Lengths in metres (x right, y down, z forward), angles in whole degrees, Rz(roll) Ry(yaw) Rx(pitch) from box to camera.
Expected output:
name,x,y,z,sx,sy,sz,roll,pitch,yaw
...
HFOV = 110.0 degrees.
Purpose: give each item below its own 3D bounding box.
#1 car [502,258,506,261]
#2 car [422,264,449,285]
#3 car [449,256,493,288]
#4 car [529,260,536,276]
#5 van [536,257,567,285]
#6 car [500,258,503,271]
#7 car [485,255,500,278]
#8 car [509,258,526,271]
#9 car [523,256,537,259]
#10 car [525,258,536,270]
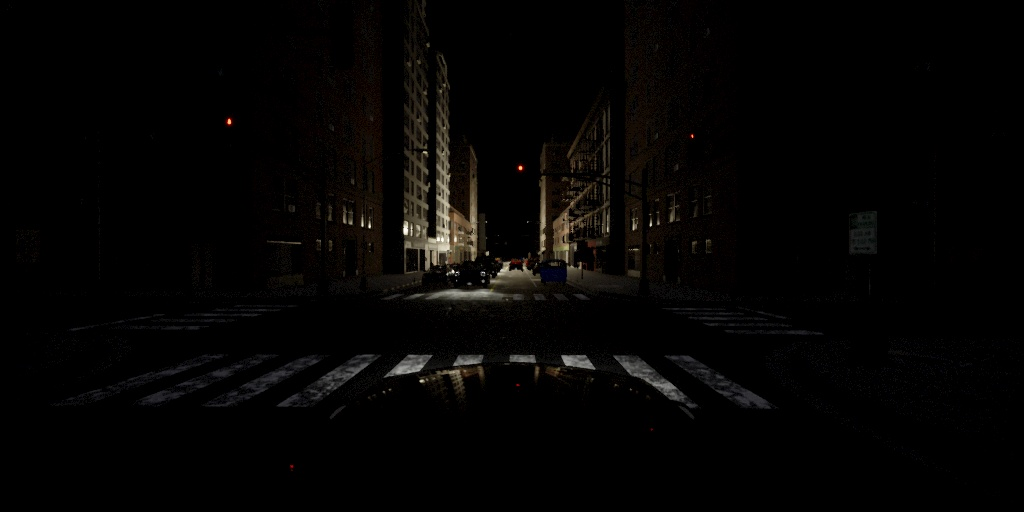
name,x,y,z,sx,sy,sz,roll,pitch,yaw
car,-2.294,1.340,54.338,1.895,1.301,4.718,0,0,1
car,-5.161,1.299,25.480,2.007,1.370,4.403,0,0,1
car,-2.587,1.100,23.899,2.097,1.767,4.553,0,0,0
car,2.975,1.329,36.772,1.802,1.307,4.207,0,0,1
van,2.864,1.089,25.411,1.690,1.789,3.998,0,0,1
car,-2.436,1.309,43.882,1.994,1.385,4.181,0,0,0
car,-2.533,0.969,33.826,2.150,2.045,5.566,0,0,1
car,0.556,1.343,49.134,1.895,1.301,4.718,0,0,1
car,3.142,1.053,53.816,2.192,1.841,5.009,0,0,1
car,3.086,1.325,48.135,1.802,1.307,4.207,0,0,1
